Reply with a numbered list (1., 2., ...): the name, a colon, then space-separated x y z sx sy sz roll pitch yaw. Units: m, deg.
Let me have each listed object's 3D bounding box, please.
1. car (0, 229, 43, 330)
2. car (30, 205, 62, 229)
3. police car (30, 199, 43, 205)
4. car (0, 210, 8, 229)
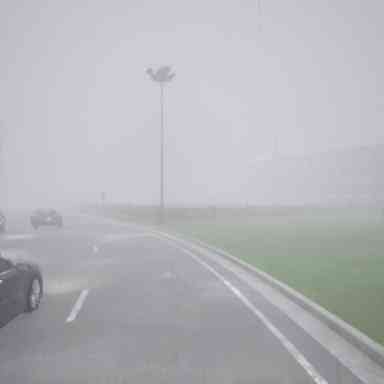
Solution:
1. car: -3.810 1.588 4.952 1.837 1.490 4.892 0 -1 -6
2. car: -11.142 1.934 25.361 1.994 1.385 4.181 0 -1 -28
3. police car: -37.619 2.620 81.303 1.930 1.638 5.238 0 -1 -30
4. car: -13.241 1.889 21.841 2.033 1.411 5.357 0 -1 -28
